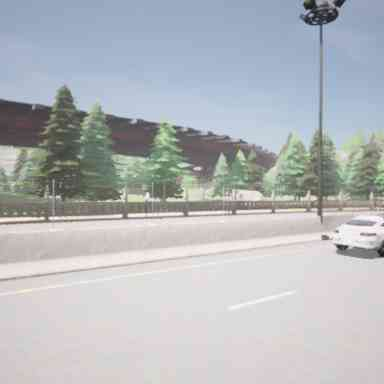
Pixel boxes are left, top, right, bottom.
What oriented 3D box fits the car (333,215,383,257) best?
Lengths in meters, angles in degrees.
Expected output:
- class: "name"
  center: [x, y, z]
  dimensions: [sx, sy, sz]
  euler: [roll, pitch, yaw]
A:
- class: "car"
  center: [7.640, 1.677, 13.599]
  dimensions: [4.674, 1.442, 1.812]
  euler: [0, 0, -35]
